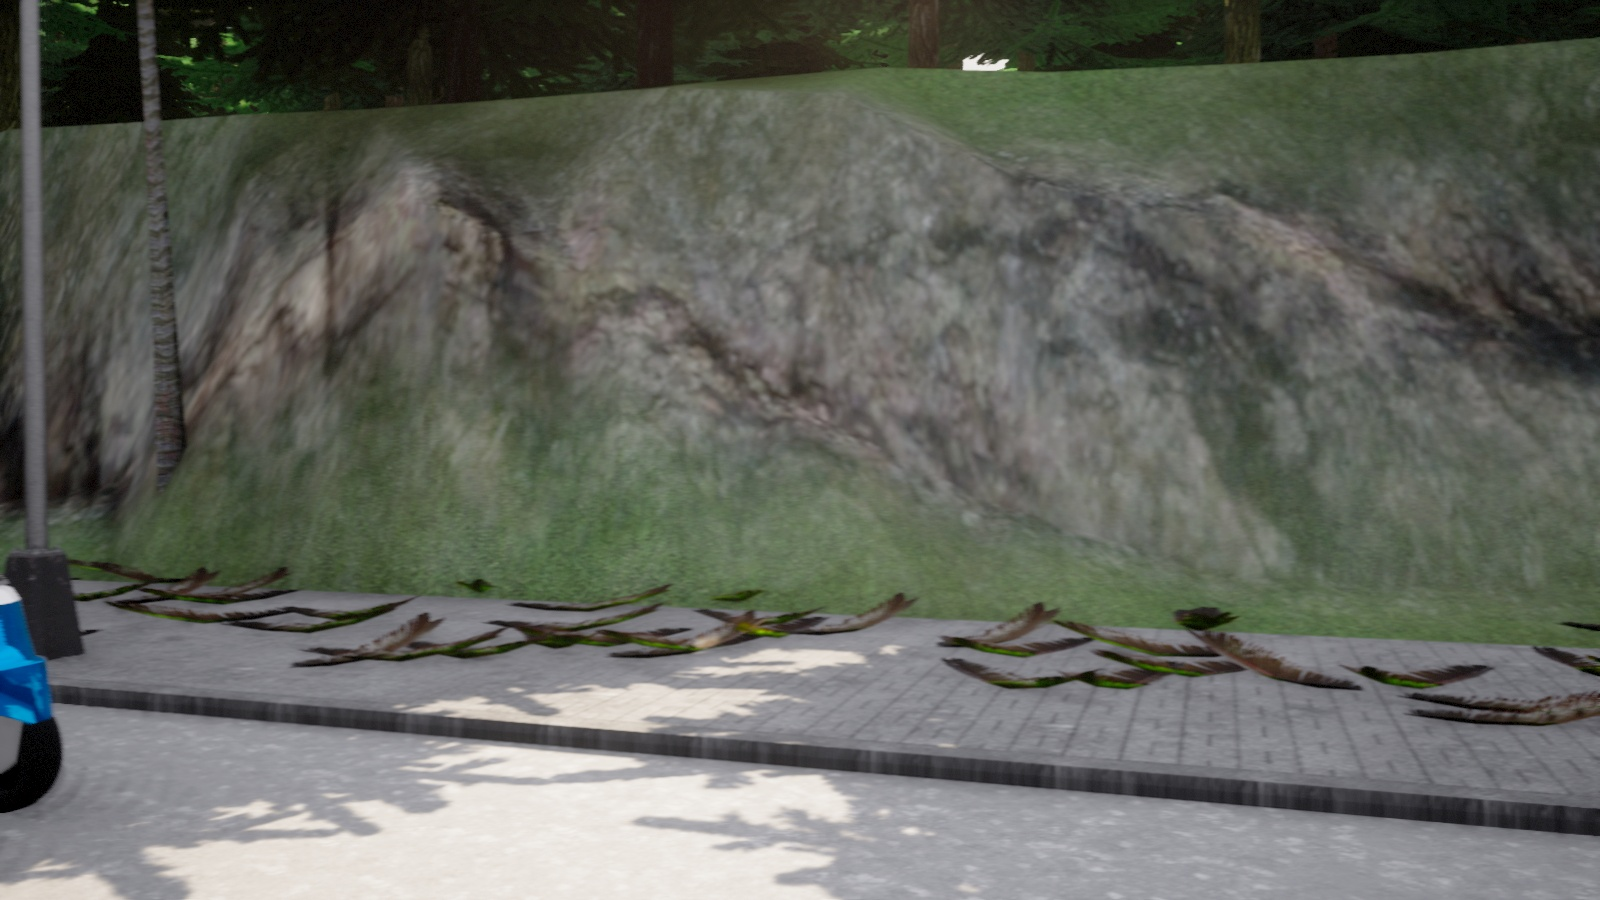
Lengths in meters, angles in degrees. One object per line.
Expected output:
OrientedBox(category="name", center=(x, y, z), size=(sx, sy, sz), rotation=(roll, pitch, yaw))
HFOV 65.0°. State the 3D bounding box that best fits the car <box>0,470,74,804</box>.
OrientedBox(category="car", center=(-4.512, 0.780, 5.237), size=(2.207, 1.376, 1.481), rotation=(1, 1, 19))
